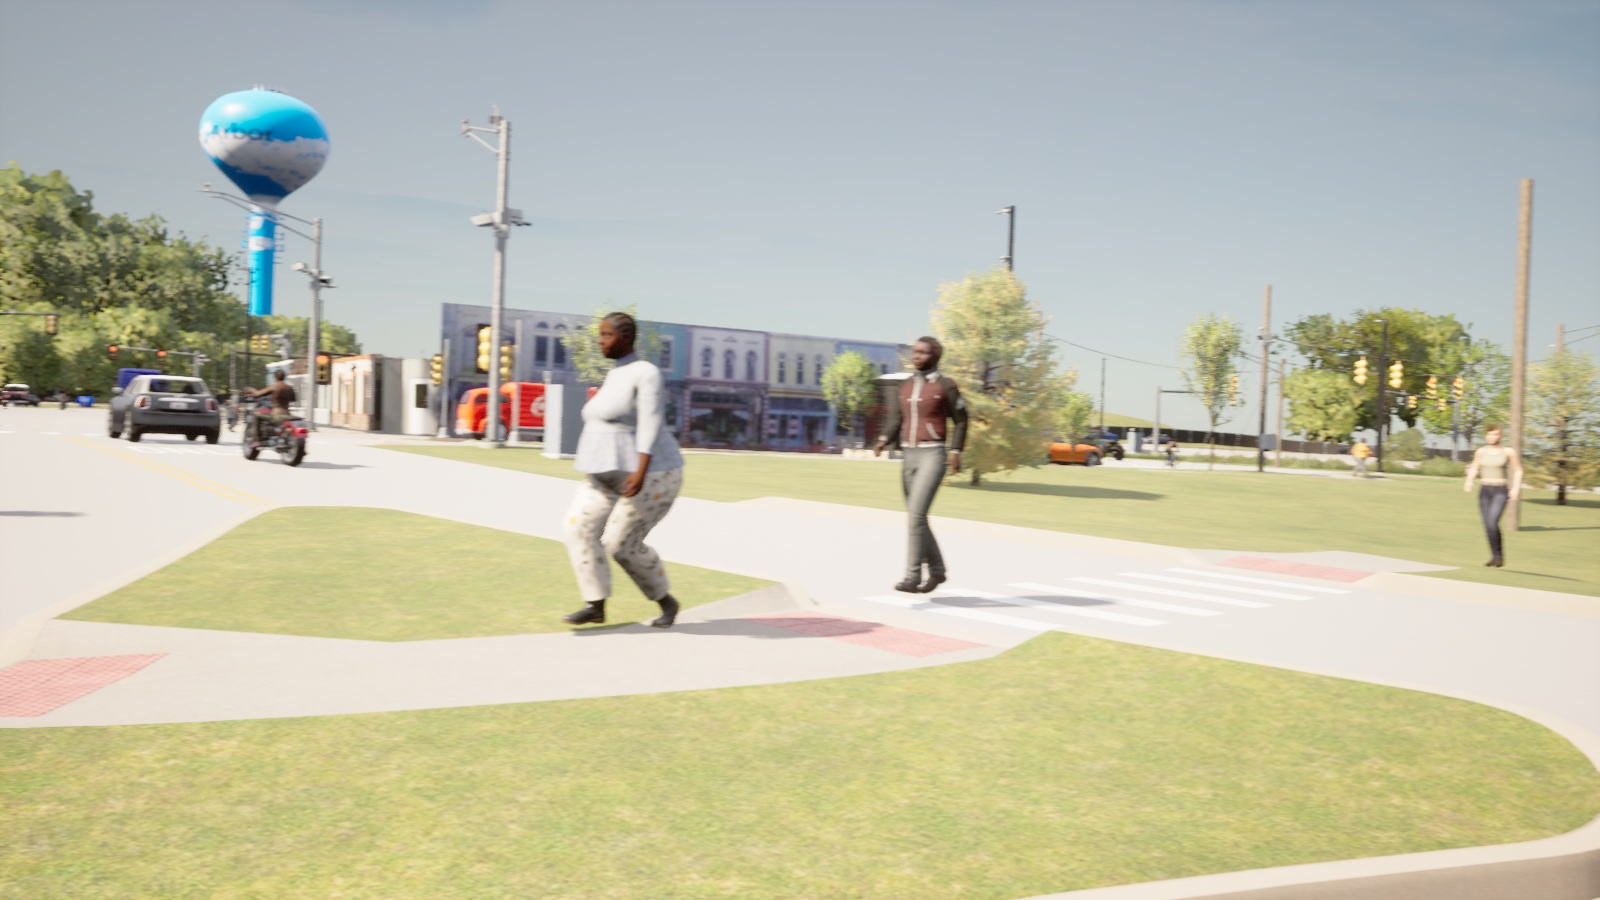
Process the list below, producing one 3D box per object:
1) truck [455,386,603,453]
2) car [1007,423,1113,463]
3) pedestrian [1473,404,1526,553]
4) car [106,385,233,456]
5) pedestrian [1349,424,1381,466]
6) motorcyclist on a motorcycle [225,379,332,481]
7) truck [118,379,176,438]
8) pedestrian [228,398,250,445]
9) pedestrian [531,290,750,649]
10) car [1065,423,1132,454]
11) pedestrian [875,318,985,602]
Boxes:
[{"bbox_3d":[-10.783,-1.165,50.006,5.204,2.467,2.627,1,0,-27],"label":"truck"},{"bbox_3d":[12.110,-0.297,58.540,4.553,1.767,2.097,1,0,-29],"label":"car"},{"bbox_3d":[8.812,0.351,15.822,0.594,1.836,0.345,1,0,-37],"label":"pedestrian"},{"bbox_3d":[-14.361,-0.658,28.504,1.970,1.475,3.806,1,1,-36],"label":"car"},{"bbox_3d":[25.160,-0.212,55.902,0.874,1.855,0.900,1,0,-20],"label":"pedestrian"},{"bbox_3d":[-8.893,-0.365,21.352,2.350,1.649,0.766,3,2,43],"label":"motorcyclist on a motorcycle"},{"bbox_3d":[-41.208,-2.585,79.111,2.891,3.462,7.936,1,1,-29],"label":"truck"},{"bbox_3d":[-22.314,-1.113,49.933,0.694,1.848,0.540,1,0,-31],"label":"pedestrian"},{"bbox_3d":[-0.913,0.101,7.110,0.900,1.855,0.874,1,0,-34],"label":"pedestrian"},{"bbox_3d":[18.720,-0.751,78.926,1.905,1.878,3.866,1,1,-29],"label":"car"},{"bbox_3d":[0.925,0.070,8.910,0.666,1.930,0.402,1,0,-43],"label":"pedestrian"}]
